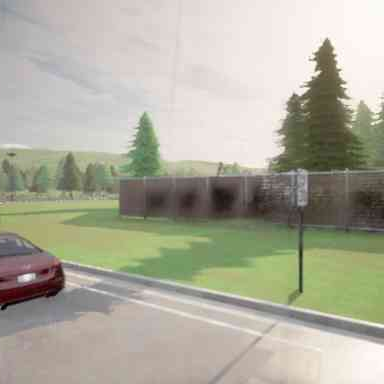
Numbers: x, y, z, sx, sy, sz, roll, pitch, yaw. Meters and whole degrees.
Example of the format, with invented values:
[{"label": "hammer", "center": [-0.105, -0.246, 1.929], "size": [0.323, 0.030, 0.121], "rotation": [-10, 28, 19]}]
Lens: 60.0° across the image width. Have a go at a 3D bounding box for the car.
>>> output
[{"label": "car", "center": [-4.704, 1.564, 7.351], "size": [4.181, 1.385, 1.994], "rotation": [0, 0, 35]}]
